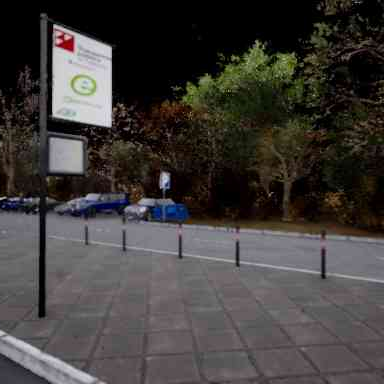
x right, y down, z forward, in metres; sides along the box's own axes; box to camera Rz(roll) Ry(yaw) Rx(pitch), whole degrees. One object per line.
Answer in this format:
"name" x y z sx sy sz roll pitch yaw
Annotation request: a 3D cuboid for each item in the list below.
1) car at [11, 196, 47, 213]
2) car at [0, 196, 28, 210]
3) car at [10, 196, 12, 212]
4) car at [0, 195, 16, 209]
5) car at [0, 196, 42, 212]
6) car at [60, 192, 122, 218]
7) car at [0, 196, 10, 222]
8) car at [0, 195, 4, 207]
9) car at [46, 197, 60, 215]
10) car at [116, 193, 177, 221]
"car" -14.573 1.255 32.912 2.231 1.521 4.892 0 0 35
"car" -21.523 1.234 37.756 2.163 1.488 4.792 0 0 35
"car" -16.897 1.237 34.517 2.097 1.535 5.008 0 0 35
"car" -23.962 1.187 39.411 2.097 1.535 5.008 0 0 35
"car" -19.219 1.221 36.122 2.097 1.535 5.008 0 0 35
"car" -7.717 1.046 28.149 2.435 2.045 5.566 0 0 35
"car" -12.367 1.061 16.079 2.435 2.045 5.566 0 0 35
"car" -26.290 1.171 41.009 2.097 1.535 5.008 0 0 35
"car" -9.919 1.285 29.713 2.231 1.521 4.892 0 0 35
"car" -2.982 1.189 24.835 2.185 1.767 4.553 1 1 35
